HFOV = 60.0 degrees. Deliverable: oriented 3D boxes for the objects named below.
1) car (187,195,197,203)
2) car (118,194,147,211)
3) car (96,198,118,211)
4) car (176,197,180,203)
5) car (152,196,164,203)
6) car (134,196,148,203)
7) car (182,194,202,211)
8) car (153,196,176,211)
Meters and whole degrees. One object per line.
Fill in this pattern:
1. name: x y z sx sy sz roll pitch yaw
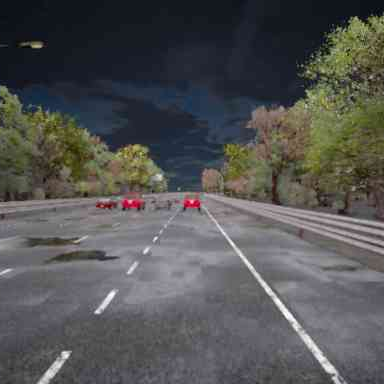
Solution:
1. car: 0.038 1.474 69.166 1.882 1.535 5.008 0 0 0
2. car: -6.996 1.218 40.284 2.150 2.045 5.566 0 0 0
3. car: -10.486 1.472 41.385 1.882 1.535 5.008 0 0 0
4. car: -3.466 1.595 69.077 1.895 1.301 4.718 0 0 0
5. car: -6.967 1.542 68.805 2.033 1.411 5.357 0 0 0
6. car: -10.466 1.501 68.459 2.128 1.511 4.902 0 0 0
7. car: 0.003 1.218 40.265 2.150 2.045 5.566 0 0 0
8. car: -3.488 1.487 41.149 2.128 1.511 4.902 0 0 0
